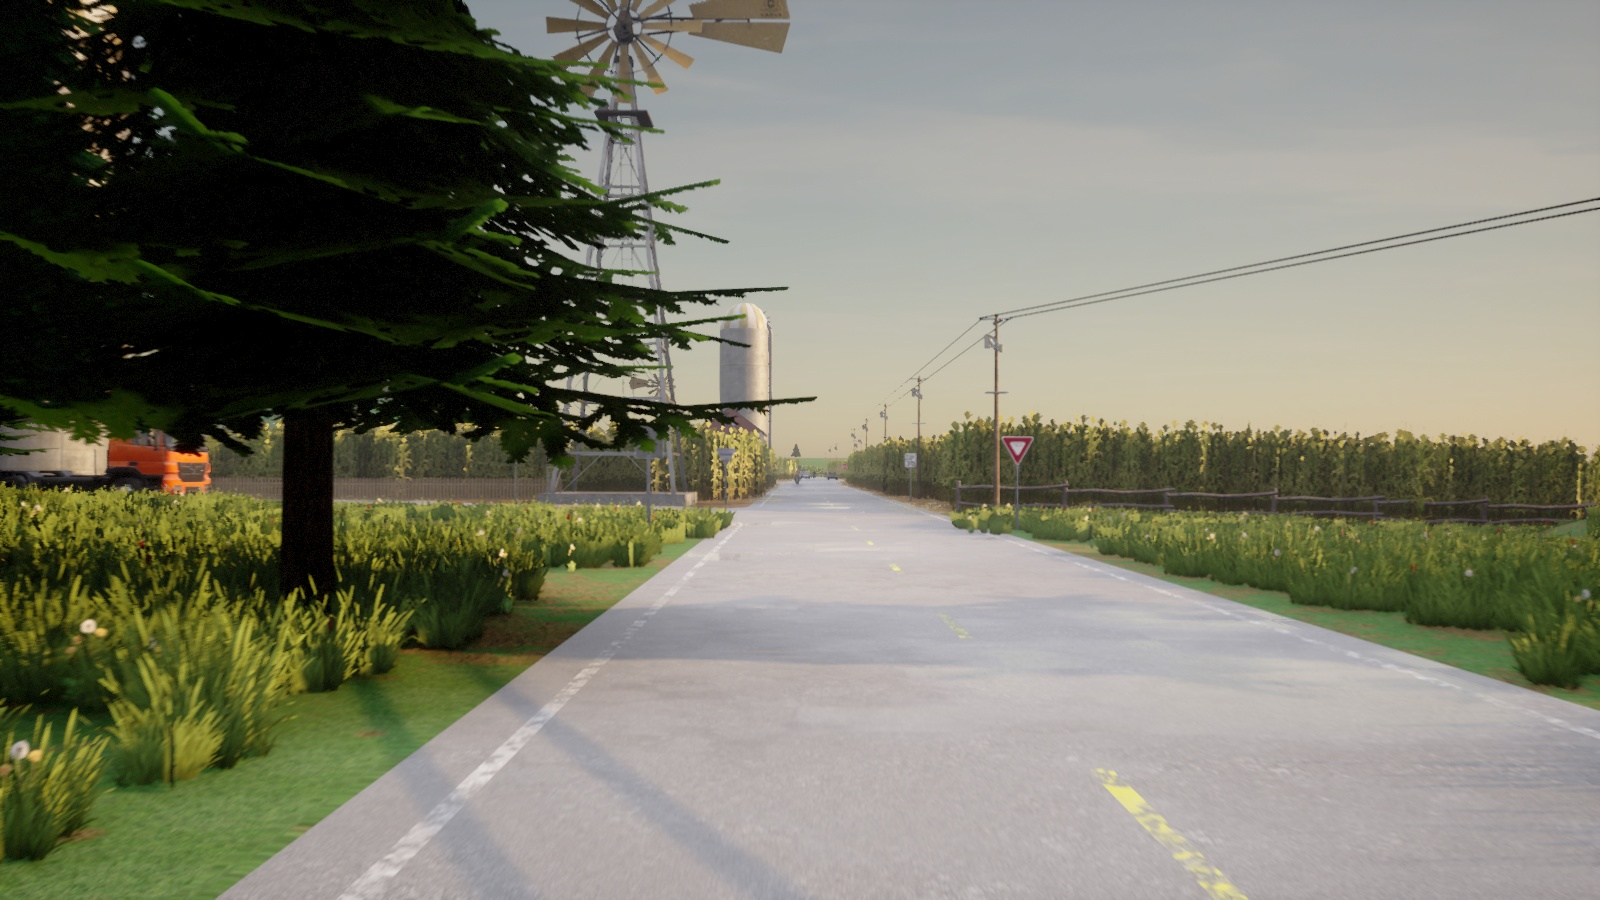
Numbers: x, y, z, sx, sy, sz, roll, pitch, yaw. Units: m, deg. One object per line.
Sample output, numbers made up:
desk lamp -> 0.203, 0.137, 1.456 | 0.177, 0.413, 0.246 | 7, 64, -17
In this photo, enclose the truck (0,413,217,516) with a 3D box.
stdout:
truck -> -25.002, 0.527, 43.866 | 7.936, 3.462, 2.891 | 0, -1, 0
